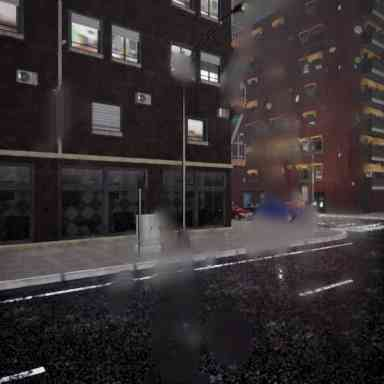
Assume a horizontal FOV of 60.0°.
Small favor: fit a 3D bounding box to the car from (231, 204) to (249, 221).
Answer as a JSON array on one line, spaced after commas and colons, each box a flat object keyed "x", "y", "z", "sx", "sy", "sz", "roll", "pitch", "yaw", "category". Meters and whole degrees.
[{"x": 3.681, "y": 1.861, "z": 30.196, "sx": 1.802, "sy": 1.307, "sz": 4.206, "roll": -1, "pitch": 0, "yaw": -36, "category": "car"}]

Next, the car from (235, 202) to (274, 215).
[{"x": 7.333, "y": 1.918, "z": 39.395, "sx": 1.947, "sy": 1.339, "sz": 4.313, "roll": -1, "pitch": 0, "yaw": -36, "category": "car"}]

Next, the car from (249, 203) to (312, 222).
[{"x": 7.713, "y": 1.713, "z": 28.997, "sx": 1.882, "sy": 1.535, "sz": 5.008, "roll": 0, "pitch": -1, "yaw": -36, "category": "car"}]

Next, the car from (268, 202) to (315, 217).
[{"x": 10.448, "y": 1.827, "z": 35.082, "sx": 1.887, "sy": 1.381, "sz": 4.507, "roll": -1, "pitch": 0, "yaw": -36, "category": "car"}]
